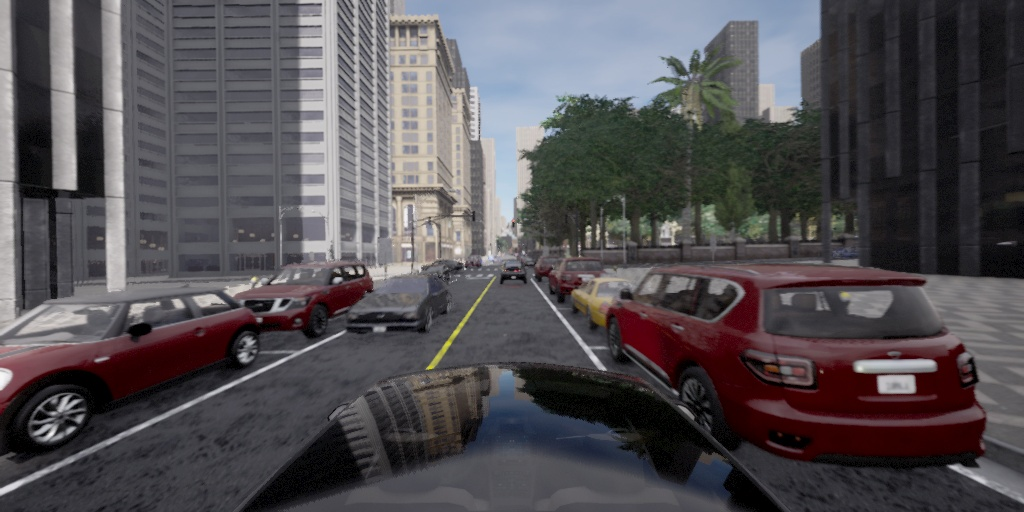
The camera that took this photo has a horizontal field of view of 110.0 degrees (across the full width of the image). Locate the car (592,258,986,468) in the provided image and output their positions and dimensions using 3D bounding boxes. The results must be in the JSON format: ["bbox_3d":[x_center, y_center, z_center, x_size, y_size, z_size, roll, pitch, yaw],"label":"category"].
[{"bbox_3d":[2.829,1.010,5.022,2.192,1.841,5.009,0,0,0],"label":"car"}]

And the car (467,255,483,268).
[{"bbox_3d":[-5.760,0.829,53.537,2.192,1.841,5.009,0,0,0],"label":"car"}]

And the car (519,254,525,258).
[{"bbox_3d":[2.749,0.765,64.370,1.967,1.591,4.097,0,0,0],"label":"car"}]

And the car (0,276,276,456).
[{"bbox_3d":[-5.695,1.249,5.025,1.967,1.591,4.097,0,0,0],"label":"car"}]

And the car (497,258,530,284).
[{"bbox_3d":[0.114,1.124,25.567,1.837,1.490,4.892,-1,0,0],"label":"car"}]

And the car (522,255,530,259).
[{"bbox_3d":[2.764,0.967,53.529,1.948,1.339,4.313,0,0,0],"label":"car"}]

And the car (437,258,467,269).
[{"bbox_3d":[-8.164,1.194,41.206,4.892,1.490,1.837,-2,-2,16],"label":"car"}]

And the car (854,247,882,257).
[{"bbox_3d":[40.554,-0.326,38.811,4.718,1.301,1.895,-2,0,1],"label":"car"}]

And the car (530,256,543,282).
[{"bbox_3d":[2.800,0.890,26.970,2.192,1.841,5.009,0,0,0],"label":"car"}]

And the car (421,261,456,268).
[{"bbox_3d":[-5.725,1.255,26.978,1.948,1.339,4.313,0,0,0],"label":"car"}]

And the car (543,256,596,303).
[{"bbox_3d":[2.815,0.952,15.996,2.192,1.841,5.009,0,0,0],"label":"car"}]

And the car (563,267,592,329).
[{"bbox_3d":[2.822,1.192,10.679,1.751,1.417,4.829,0,0,0],"label":"car"}]

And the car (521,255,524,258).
[{"bbox_3d":[2.757,0.946,58.949,1.802,1.307,4.207,0,0,0],"label":"car"}]

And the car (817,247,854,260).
[{"bbox_3d":[38.984,-0.338,41.896,5.357,1.411,2.033,-2,0,1],"label":"car"}]

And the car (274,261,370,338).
[{"bbox_3d":[-5.703,1.095,10.513,2.192,1.841,5.009,0,0,0],"label":"car"}]

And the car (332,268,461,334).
[{"bbox_3d":[-3.050,1.290,10.906,2.033,1.411,5.357,-1,0,0],"label":"car"}]
